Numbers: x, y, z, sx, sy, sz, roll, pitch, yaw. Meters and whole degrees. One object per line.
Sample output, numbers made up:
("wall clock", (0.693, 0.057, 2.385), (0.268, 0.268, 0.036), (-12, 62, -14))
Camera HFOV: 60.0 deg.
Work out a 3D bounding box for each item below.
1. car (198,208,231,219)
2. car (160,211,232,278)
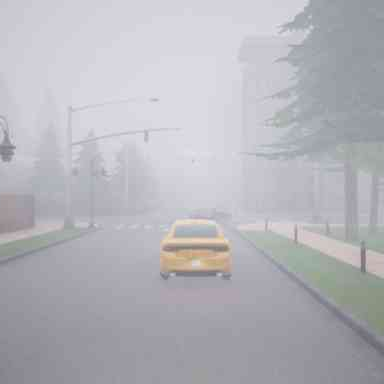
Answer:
("car", (1.631, 1.944, 27.208), (1.895, 1.301, 4.718), (0, -1, 25))
("car", (0.099, 1.607, 10.566), (1.882, 1.535, 5.008), (0, -1, 0))
